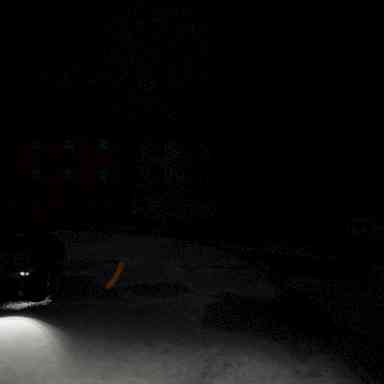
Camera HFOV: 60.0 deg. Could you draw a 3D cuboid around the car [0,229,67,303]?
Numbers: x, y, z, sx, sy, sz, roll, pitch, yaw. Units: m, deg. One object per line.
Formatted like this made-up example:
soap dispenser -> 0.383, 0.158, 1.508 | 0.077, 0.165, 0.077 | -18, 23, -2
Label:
car -> -4.356, 1.625, 8.125 | 1.994, 1.385, 4.181 | 0, 0, -12
